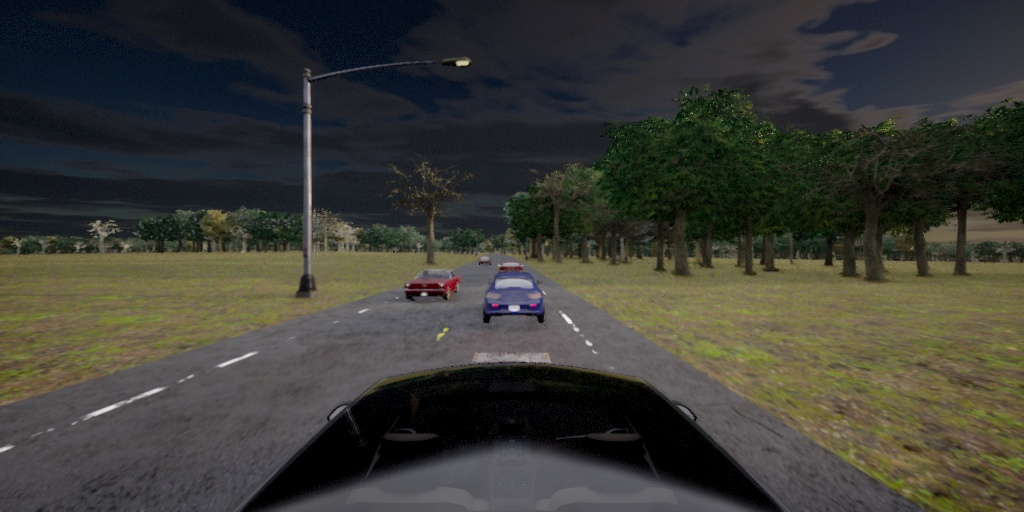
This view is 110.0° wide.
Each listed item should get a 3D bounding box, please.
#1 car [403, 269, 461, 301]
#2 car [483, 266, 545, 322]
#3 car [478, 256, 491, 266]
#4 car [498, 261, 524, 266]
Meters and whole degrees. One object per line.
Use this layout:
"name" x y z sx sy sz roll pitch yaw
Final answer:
"car" -3.670 1.289 17.163 1.895 1.301 4.718 0 0 0
"car" 0.055 1.237 12.005 1.812 1.442 4.674 0 0 0
"car" -4.331 0.734 57.686 1.882 1.535 5.008 0 1 -1
"car" -0.088 1.094 28.141 1.882 1.535 5.008 0 0 -1
